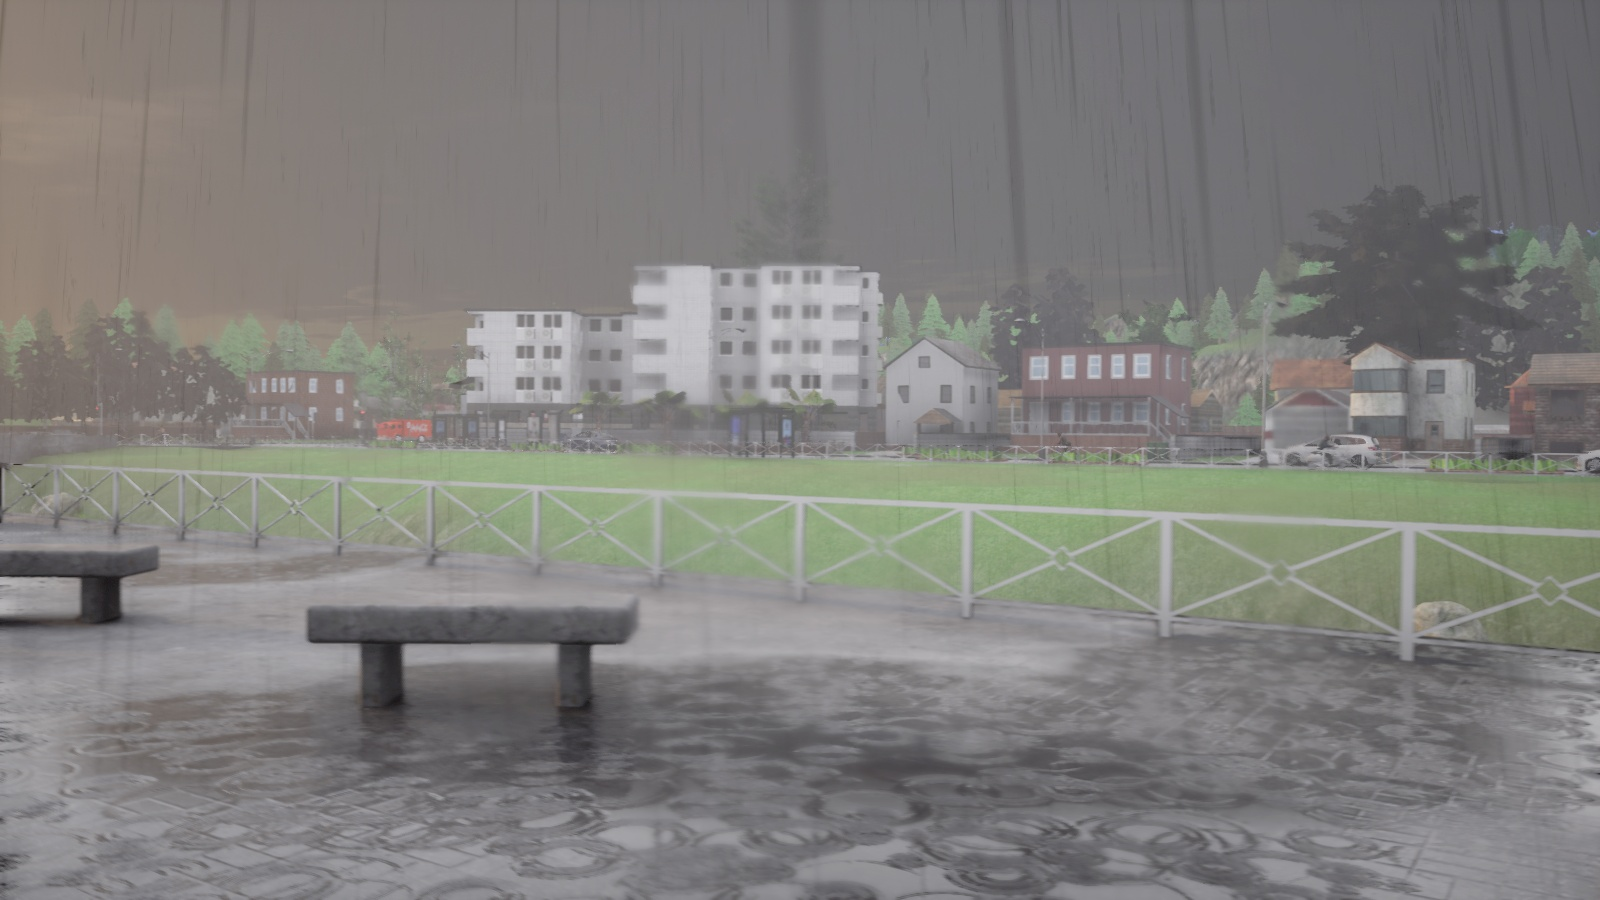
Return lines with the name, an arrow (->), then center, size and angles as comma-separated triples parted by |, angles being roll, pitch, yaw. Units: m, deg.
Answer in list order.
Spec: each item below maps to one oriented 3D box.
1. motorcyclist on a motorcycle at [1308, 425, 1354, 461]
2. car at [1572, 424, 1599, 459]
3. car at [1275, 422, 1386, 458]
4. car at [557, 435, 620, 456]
motorcyclist on a motorcycle -> 24.252, -0.318, 57.369 | 1.817, 1.590, 0.866 | 0, 1, 34
car -> 36.072, -0.390, 54.316 | 4.514, 1.525, 2.007 | 0, 1, 34
car -> 25.817, -0.493, 61.130 | 4.611, 1.667, 2.242 | 0, 1, 34
car -> -14.852, -0.324, 88.164 | 4.193, 1.474, 1.816 | 0, 1, 34
